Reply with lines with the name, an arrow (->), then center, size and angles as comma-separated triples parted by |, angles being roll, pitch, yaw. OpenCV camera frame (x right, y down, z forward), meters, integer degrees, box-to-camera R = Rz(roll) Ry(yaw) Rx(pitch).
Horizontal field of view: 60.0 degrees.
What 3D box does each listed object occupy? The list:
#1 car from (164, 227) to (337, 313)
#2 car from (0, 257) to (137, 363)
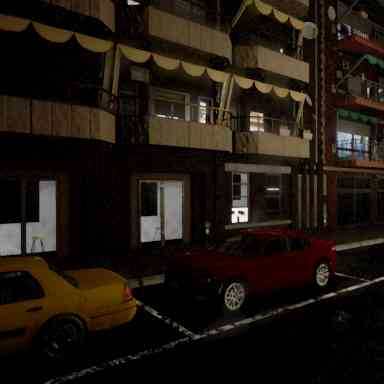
car -> 1.488, 1.544, 7.628 | 4.507, 1.381, 1.887 | 0, 0, -36
car -> -3.149, 1.525, 4.321 | 4.829, 1.417, 1.752 | 0, 0, -36
